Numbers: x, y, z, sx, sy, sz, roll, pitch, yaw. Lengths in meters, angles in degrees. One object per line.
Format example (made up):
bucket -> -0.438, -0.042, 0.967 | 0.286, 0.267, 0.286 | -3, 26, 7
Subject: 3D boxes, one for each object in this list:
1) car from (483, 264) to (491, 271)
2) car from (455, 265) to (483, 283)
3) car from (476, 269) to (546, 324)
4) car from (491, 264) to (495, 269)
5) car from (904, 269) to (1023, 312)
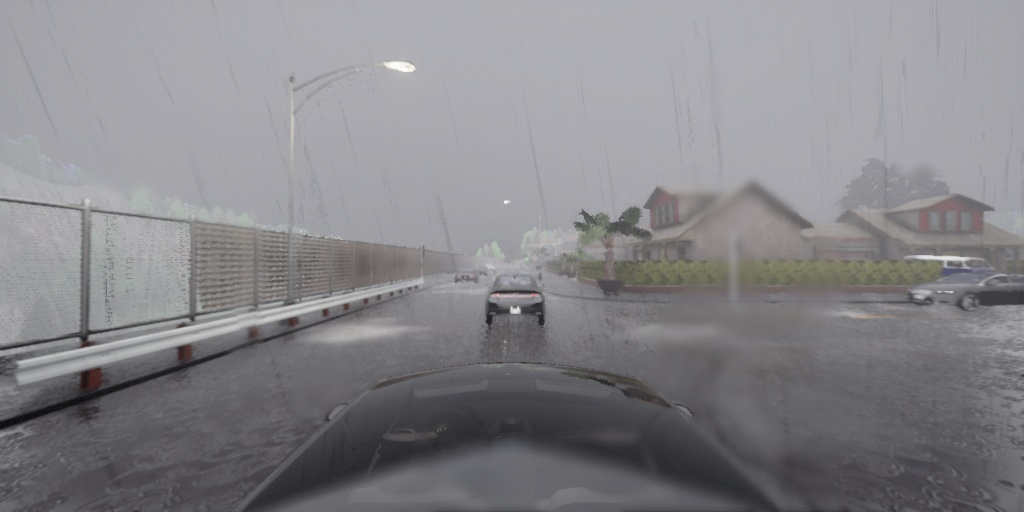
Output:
car -> -4.059, 1.861, 46.111 | 1.837, 1.490, 4.892 | 0, -1, 0
car -> -4.081, 1.745, 33.327 | 1.994, 1.385, 4.181 | 0, -1, 0
car -> 0.102, 1.391, 12.635 | 2.128, 1.511, 4.902 | 0, -1, 0
car -> -3.975, 2.118, 63.280 | 1.812, 1.442, 4.674 | 0, -1, 0
car -> 19.212, 1.422, 14.778 | 4.902, 1.511, 2.128 | 0, -1, 0
